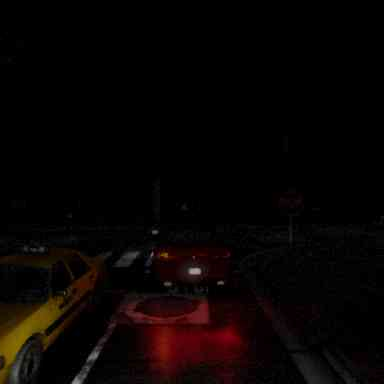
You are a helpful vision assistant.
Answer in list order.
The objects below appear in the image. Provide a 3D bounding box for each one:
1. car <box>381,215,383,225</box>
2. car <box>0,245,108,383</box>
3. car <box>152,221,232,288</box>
[{"bbox_3d":[13.959,1.249,19.060,5.566,2.045,2.150,-1,-2,0],"label":"car"},{"bbox_3d":[-2.617,1.575,5.225,1.752,1.417,4.829,1,-1,0],"label":"car"},{"bbox_3d":[-0.135,1.561,9.615,1.882,1.535,5.008,0,0,-5],"label":"car"}]
